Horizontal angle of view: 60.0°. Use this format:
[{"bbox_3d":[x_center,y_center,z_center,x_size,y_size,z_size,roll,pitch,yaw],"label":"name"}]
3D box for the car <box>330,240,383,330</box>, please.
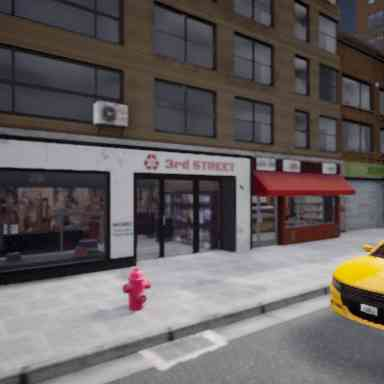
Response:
[{"bbox_3d":[4.672,1.480,6.405,5.008,1.535,1.882,0,0,-35],"label":"car"}]
